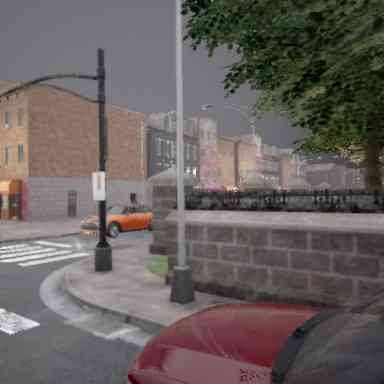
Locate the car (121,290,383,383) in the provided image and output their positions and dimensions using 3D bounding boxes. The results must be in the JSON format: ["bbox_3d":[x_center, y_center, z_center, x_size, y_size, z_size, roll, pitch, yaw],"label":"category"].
[{"bbox_3d":[1.788,1.312,1.548,5.009,1.841,2.192,0,-1,35],"label":"car"}]

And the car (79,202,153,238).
[{"bbox_3d":[-3.988,1.474,18.610,2.097,1.767,4.553,-1,-1,35],"label":"car"}]
